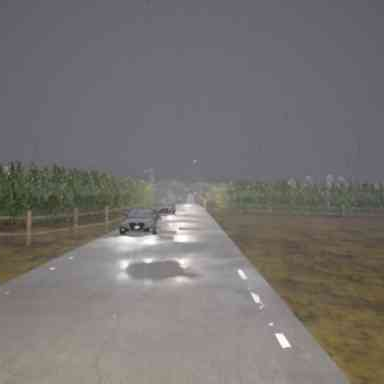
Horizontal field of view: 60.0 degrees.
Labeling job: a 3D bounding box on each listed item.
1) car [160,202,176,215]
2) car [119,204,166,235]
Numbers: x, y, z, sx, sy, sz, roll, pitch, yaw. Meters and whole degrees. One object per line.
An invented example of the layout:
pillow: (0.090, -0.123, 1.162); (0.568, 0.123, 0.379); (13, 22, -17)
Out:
car: (-2.763, 1.729, 35.824); (1.994, 1.385, 4.181); (0, -1, 0)
car: (-2.797, 1.613, 18.905); (1.994, 1.385, 4.181); (0, 0, 0)
